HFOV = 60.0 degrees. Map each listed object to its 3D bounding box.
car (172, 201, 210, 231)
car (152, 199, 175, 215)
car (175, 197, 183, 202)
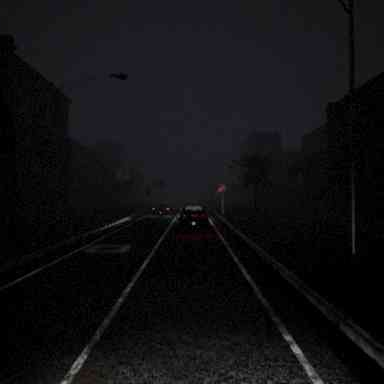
[{"bbox_3d":[0.100,1.572,21.229,2.128,1.511,4.902,0,0,0],"label":"car"},{"bbox_3d":[-3.090,1.679,35.016,1.895,1.301,4.718,0,1,0],"label":"car"},{"bbox_3d":[-2.992,1.942,76.099,2.033,1.411,5.357,0,-1,0],"label":"car"}]
